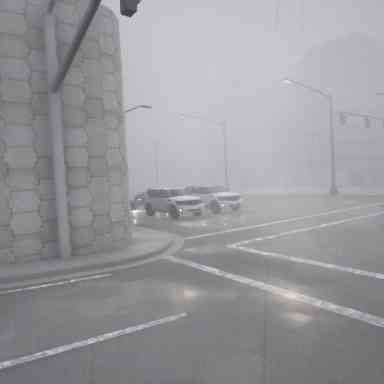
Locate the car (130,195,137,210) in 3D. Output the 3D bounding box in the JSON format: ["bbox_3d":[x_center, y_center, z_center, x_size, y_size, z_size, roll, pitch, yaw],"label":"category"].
[{"bbox_3d":[-6.872,1.002,31.325,1.994,1.385,4.181,-5,3,-35],"label":"car"}]

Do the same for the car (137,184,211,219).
[{"bbox_3d":[-1.451,0.662,23.624,2.150,2.045,5.566,-5,3,-35],"label":"car"}]

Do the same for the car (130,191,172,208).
[{"bbox_3d":[-4.221,0.694,33.624,2.128,1.511,4.902,-5,3,-35],"label":"car"}]

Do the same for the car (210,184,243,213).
[{"bbox_3d":[1.395,0.427,25.648,2.150,2.045,5.566,-5,3,-35],"label":"car"}]
